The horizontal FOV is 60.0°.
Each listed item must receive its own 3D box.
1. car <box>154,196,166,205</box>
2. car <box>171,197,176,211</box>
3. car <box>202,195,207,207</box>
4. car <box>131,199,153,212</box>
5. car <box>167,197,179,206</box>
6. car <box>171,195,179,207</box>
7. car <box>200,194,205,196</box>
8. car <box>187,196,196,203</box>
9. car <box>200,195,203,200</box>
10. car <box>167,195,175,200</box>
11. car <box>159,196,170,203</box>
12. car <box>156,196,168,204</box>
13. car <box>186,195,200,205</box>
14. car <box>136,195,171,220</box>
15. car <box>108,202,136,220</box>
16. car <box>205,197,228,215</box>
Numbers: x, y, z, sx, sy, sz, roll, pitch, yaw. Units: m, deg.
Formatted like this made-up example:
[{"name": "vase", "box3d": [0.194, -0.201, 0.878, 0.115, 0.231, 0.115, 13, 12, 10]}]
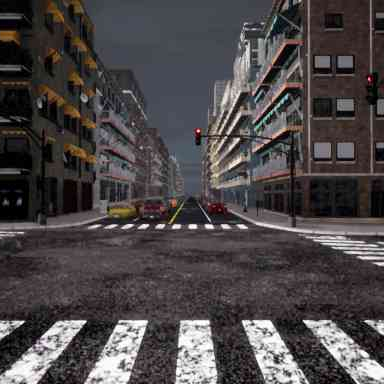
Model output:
[{"name": "car", "box3d": [-5.883, 1.543, 60.972, 1.752, 1.417, 4.829, 1, 0, 0]}, {"name": "car", "box3d": [-3.224, 1.557, 37.576, 2.033, 1.411, 5.357, 0, 0, 0]}, {"name": "car", "box3d": [2.571, 1.450, 39.062, 1.967, 1.590, 4.097, 1, 0, 0]}, {"name": "car", "box3d": [-5.811, 1.554, 39.048, 1.887, 1.381, 4.507, 1, 0, 0]}, {"name": "car", "box3d": [-3.249, 1.617, 57.224, 1.895, 1.301, 4.718, 0, 0, 0]}, {"name": "car", "box3d": [-3.246, 1.365, 47.366, 2.097, 1.767, 4.553, 0, 0, 0]}, {"name": "car", "box3d": [2.732, 1.380, 81.851, 2.097, 1.767, 4.553, 0, 0, 0]}, {"name": "car", "box3d": [-0.151, 1.623, 70.025, 1.895, 1.301, 4.718, 0, 0, 0]}, {"name": "car", "box3d": [2.533, 1.596, 50.108, 1.802, 1.307, 4.206, 1, 0, 0]}, {"name": "car", "box3d": [-5.992, 1.587, 94.282, 2.008, 1.369, 4.403, 1, 0, 0]}, {"name": "car", "box3d": [-5.920, 1.568, 72.189, 1.887, 1.381, 4.507, 1, 0, 0]}, {"name": "car", "box3d": [-5.902, 1.572, 66.665, 2.008, 1.369, 4.403, 1, 0, 0]}, {"name": "car", "box3d": [-0.087, 1.522, 57.286, 1.837, 1.490, 4.892, 0, 0, 0]}, {"name": "car", "box3d": [-3.166, 1.359, 28.084, 2.097, 1.767, 4.553, 0, 0, -1]}, {"name": "car", "box3d": [-5.773, 1.532, 27.831, 1.752, 1.417, 4.829, 1, 0, 0]}, {"name": "car", "box3d": [2.588, 1.553, 33.538, 1.887, 1.381, 4.507, 1, 0, 0]}]
